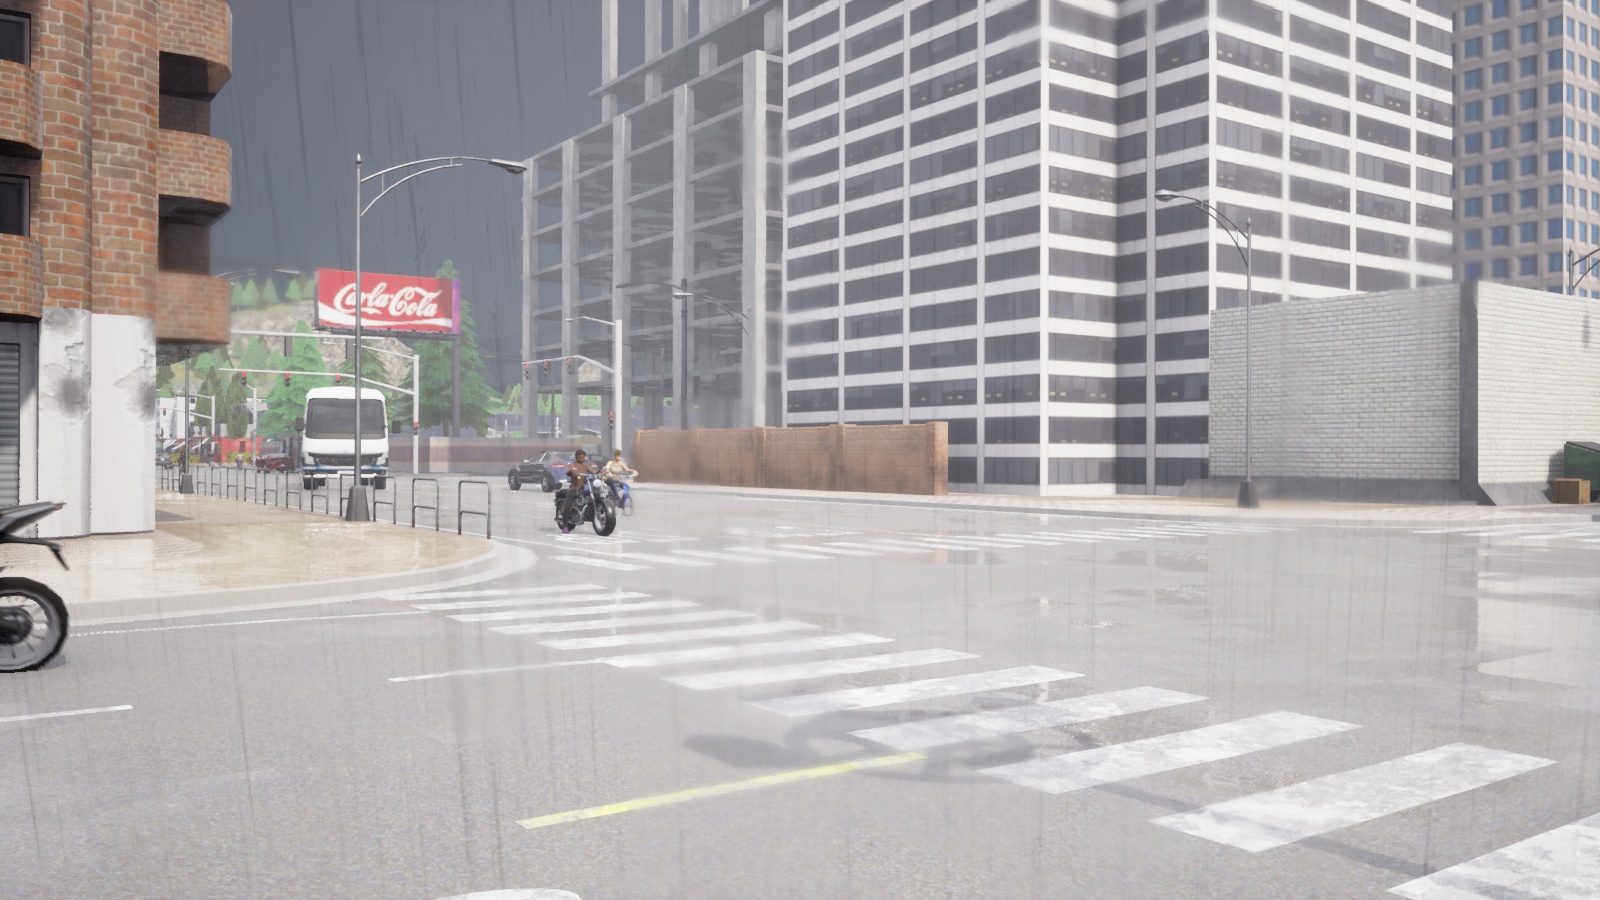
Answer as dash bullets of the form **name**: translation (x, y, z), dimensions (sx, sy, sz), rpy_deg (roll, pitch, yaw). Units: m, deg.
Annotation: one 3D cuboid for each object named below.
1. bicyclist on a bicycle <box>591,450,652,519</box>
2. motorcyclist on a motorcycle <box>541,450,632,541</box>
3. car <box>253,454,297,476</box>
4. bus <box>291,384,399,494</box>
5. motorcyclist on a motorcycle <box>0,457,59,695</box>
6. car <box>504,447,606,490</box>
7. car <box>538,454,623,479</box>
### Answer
- **bicyclist on a bicycle**: translation (-4.323, 0.820, 30.331), dimensions (0.866, 1.612, 1.509), rpy_deg (0, 0, -35)
- **motorcyclist on a motorcycle**: translation (-4.087, 0.818, 23.884), dimensions (0.766, 1.649, 2.350), rpy_deg (0, 0, -35)
- **car**: translation (-37.782, 1.079, 90.296), dimensions (1.882, 1.535, 5.008), rpy_deg (0, 0, -35)
- **bus**: translation (-19.509, -0.403, 53.745), dimensions (3.944, 4.253, 10.273), rpy_deg (0, 0, -20)
- **motorcyclist on a motorcycle**: translation (-6.021, 0.812, 7.991), dimensions (2.191, 1.530, 0.866), rpy_deg (0, 0, -35)
- **car**: translation (-9.902, 0.723, 50.491), dimensions (2.152, 1.651, 5.027), rpy_deg (0, 0, -35)
- **car**: translation (-13.926, 1.003, 79.919), dimensions (5.008, 1.535, 1.882), rpy_deg (0, 0, -35)
